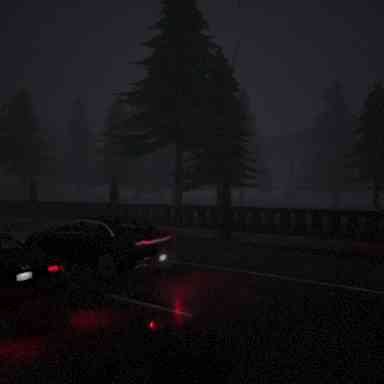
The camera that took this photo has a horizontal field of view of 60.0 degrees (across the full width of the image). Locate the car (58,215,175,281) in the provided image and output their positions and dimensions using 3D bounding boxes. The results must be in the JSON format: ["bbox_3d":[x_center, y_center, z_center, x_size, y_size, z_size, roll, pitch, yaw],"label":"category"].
[{"bbox_3d":[-2.801,1.420,9.634,4.902,1.511,2.128,0,0,31],"label":"car"}]

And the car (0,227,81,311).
[{"bbox_3d":[-5.049,1.481,6.994,5.357,1.411,2.033,0,0,30],"label":"car"}]
